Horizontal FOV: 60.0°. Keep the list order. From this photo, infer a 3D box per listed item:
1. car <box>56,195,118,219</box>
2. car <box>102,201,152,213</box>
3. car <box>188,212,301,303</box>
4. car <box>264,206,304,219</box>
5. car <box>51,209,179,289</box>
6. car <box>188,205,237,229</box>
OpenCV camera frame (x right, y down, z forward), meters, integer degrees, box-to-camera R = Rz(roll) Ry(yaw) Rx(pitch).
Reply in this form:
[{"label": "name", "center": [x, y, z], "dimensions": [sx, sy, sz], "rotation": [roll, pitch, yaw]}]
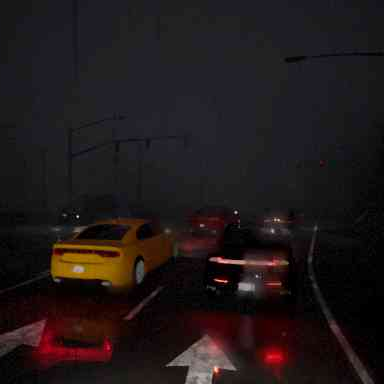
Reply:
[{"label": "car", "center": [-7.555, 1.219, 24.935], "dimensions": [2.150, 2.045, 5.566], "rotation": [0, 0, 22]}, {"label": "car", "center": [-4.168, 1.563, 23.978], "dimensions": [1.994, 1.385, 4.181], "rotation": [0, 0, 22]}, {"label": "car", "center": [1.538, 1.490, 8.323], "dimensions": [2.128, 1.511, 4.902], "rotation": [0, 0, 13]}, {"label": "car", "center": [4.598, 1.502, 17.207], "dimensions": [1.837, 1.490, 4.892], "rotation": [0, 0, 21]}, {"label": "car", "center": [-1.785, 1.476, 9.370], "dimensions": [1.882, 1.535, 5.008], "rotation": [0, 0, 14]}, {"label": "car", "center": [1.356, 1.475, 18.416], "dimensions": [1.882, 1.535, 5.008], "rotation": [0, 0, 21]}]
